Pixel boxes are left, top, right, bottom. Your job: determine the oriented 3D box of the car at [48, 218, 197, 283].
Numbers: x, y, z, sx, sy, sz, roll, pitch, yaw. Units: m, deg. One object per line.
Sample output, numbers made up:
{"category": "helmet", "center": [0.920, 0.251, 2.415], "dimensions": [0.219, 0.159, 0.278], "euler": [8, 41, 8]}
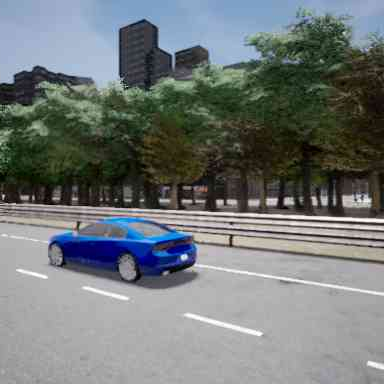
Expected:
{"category": "car", "center": [-2.212, 1.496, 9.745], "dimensions": [5.008, 1.535, 1.882], "euler": [0, 0, 36]}
